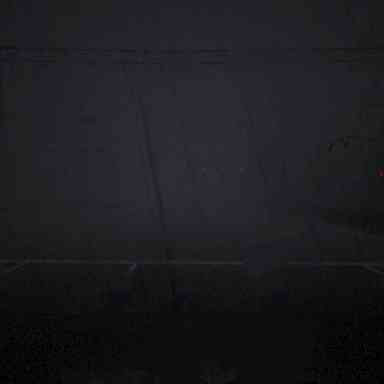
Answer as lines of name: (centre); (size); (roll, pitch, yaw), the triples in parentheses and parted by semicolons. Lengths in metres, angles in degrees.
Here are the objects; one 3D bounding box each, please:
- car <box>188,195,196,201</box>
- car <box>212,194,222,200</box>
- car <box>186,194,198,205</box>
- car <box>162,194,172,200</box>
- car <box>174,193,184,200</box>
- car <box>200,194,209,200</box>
car: (-0.014, 1.531, 89.083); (1.994, 1.385, 4.181); (0, 0, 0)
car: (6.986, 1.530, 89.006); (1.994, 1.385, 4.181); (0, 0, 0)
car: (-0.009, 1.463, 58.684); (1.882, 1.535, 5.008); (0, 0, 0)
car: (-7.014, 1.518, 88.515); (2.033, 1.411, 5.357); (0, 0, 0)
car: (-3.514, 1.204, 88.523); (2.150, 2.045, 5.566); (0, 0, 0)
car: (3.486, 1.503, 88.644); (2.128, 1.511, 4.902); (0, 0, 0)
